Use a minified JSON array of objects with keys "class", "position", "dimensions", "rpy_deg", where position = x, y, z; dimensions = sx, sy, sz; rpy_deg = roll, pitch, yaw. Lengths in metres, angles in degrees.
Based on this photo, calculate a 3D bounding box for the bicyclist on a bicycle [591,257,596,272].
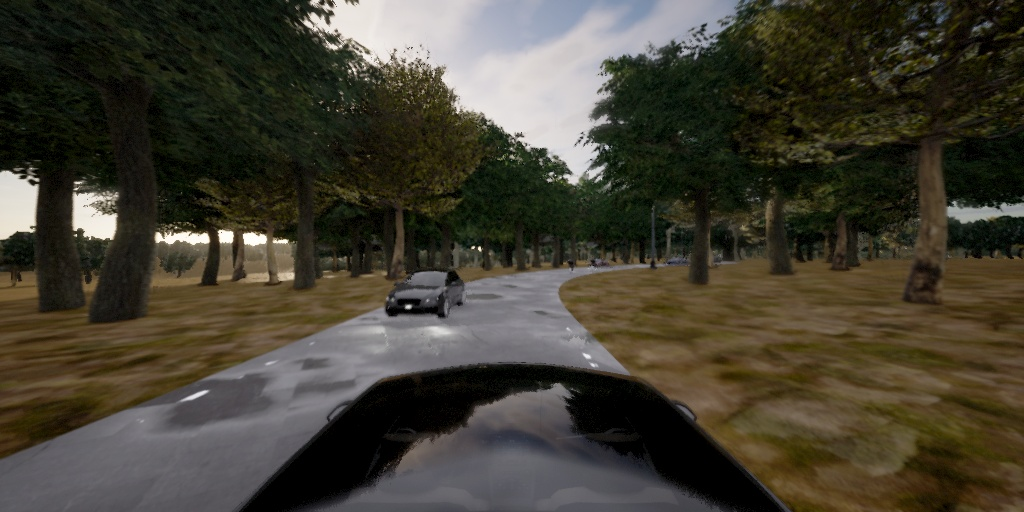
[{"class":"bicyclist on a bicycle","position":[9.936,1.004,43.470],"dimensions":[0.659,1.776,1.843],"rpy_deg":[0,1,31]}]

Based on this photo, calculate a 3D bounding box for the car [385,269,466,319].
[{"class":"car","position":[-2.881,1.229,12.824],"dimensions":[1.837,1.490,4.892],"rpy_deg":[0,0,3]}]

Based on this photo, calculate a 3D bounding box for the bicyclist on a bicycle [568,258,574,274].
[{"class":"bicyclist on a bicycle","position":[5.973,1.039,35.800],"dimensions":[0.659,1.776,1.843],"rpy_deg":[0,0,23]}]

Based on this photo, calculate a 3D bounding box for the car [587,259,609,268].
[{"class":"car","position":[13.060,1.078,54.305],"dimensions":[1.994,1.385,4.181],"rpy_deg":[0,1,41]}]
